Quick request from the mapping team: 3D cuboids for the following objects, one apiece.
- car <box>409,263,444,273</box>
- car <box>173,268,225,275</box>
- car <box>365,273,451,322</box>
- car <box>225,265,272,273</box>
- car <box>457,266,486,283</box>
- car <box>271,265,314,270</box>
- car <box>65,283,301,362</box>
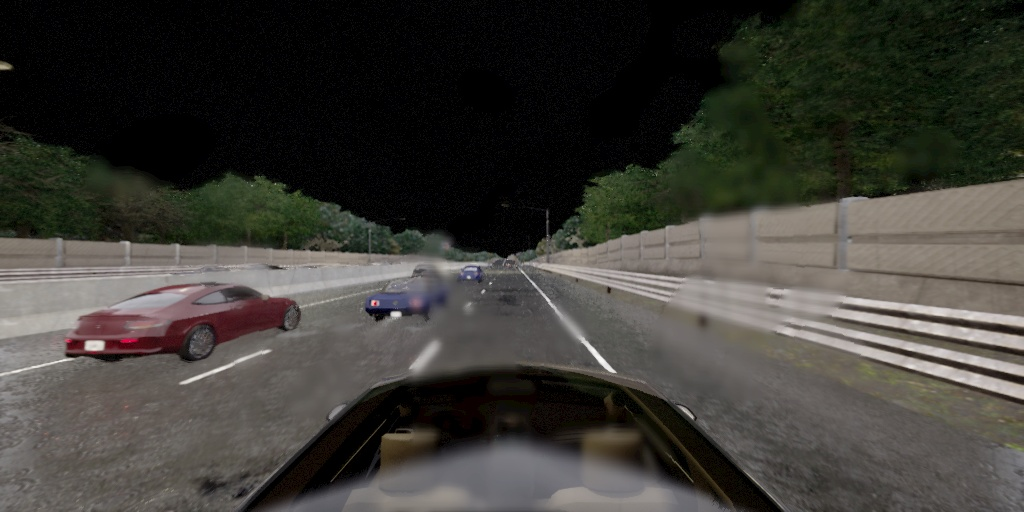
[{"bbox_3d":[-6.908,1.511,29.716,1.837,1.490,4.892,0,-1,0],"label":"car"},{"bbox_3d":[-24.603,1.601,29.016,1.895,1.301,4.718,0,-1,0],"label":"car"},{"bbox_3d":[-3.406,1.448,12.790,1.895,1.301,4.718,0,0,0],"label":"car"},{"bbox_3d":[-21.101,1.517,30.218,1.837,1.490,4.892,0,-1,0],"label":"car"},{"bbox_3d":[-3.408,1.543,30.699,1.812,1.442,4.674,0,-1,0],"label":"car"},{"bbox_3d":[-17.603,1.575,30.105,1.994,1.385,4.181,0,-1,0],"label":"car"},{"bbox_3d":[-6.910,1.333,8.246,1.812,1.442,4.674,0,0,0],"label":"car"}]
